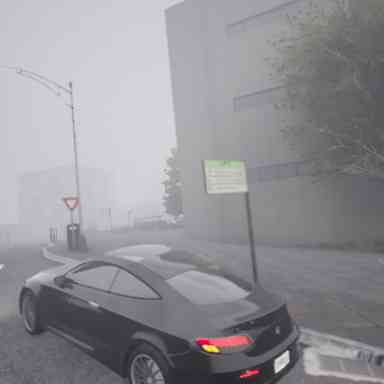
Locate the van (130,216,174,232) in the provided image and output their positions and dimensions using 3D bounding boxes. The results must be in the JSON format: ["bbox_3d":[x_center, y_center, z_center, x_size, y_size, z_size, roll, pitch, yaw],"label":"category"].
[{"bbox_3d":[-5.088,4.044,41.329,4.442,1.987,1.878,-7,-7,20],"label":"van"}]

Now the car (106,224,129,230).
[{"bbox_3d":[-8.745,5.025,44.710,2.033,1.411,5.357,-7,-7,20],"label":"car"}]

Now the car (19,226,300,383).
[{"bbox_3d":[-0.820,1.522,4.868,4.674,1.442,1.812,0,1,42],"label":"car"}]

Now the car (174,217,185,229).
[{"bbox_3d":[-3.200,4.767,46.578,5.008,1.535,2.097,-7,-8,20],"label":"car"}]

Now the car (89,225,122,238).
[{"bbox_3d":[-13.807,6.279,53.103,4.553,1.767,2.185,-7,-8,20],"label":"car"}]

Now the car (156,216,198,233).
[{"bbox_3d":[-2.278,4.785,49.165,5.566,2.045,2.435,-7,-8,20],"label":"car"}]

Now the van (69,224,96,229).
[{"bbox_3d":[-15.917,5.680,47.984,4.442,1.987,1.878,-7,-7,20],"label":"van"}]
